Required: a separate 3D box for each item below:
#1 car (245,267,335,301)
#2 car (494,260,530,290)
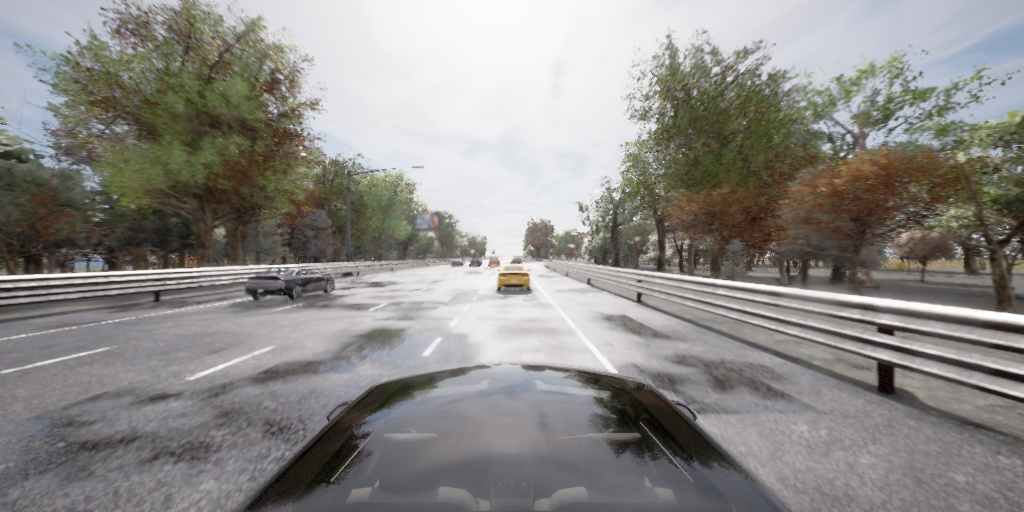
[{"bbox_3d":[-10.394,1.245,17.266,2.128,1.511,4.902,0,0,0],"label":"car"},{"bbox_3d":[0.107,1.231,22.318,1.882,1.535,5.008,0,0,0],"label":"car"}]
